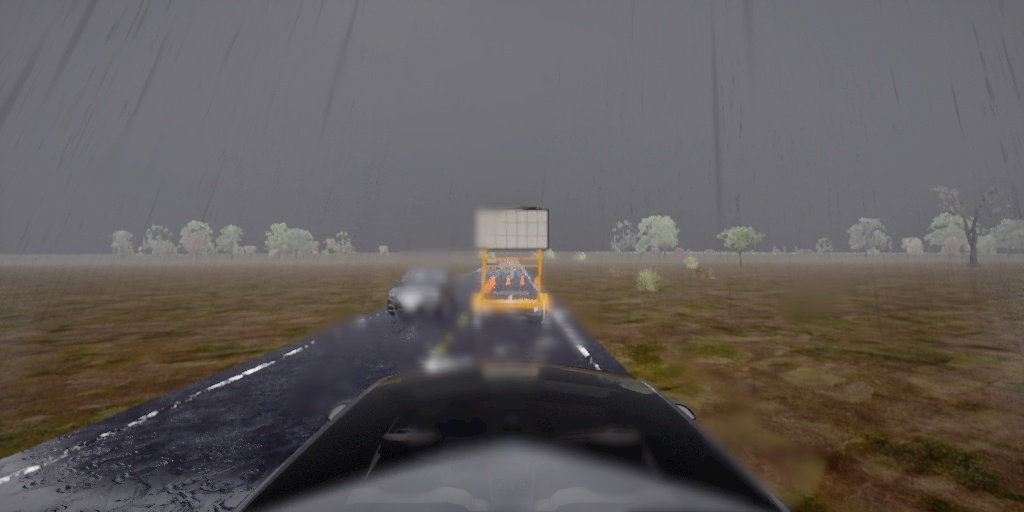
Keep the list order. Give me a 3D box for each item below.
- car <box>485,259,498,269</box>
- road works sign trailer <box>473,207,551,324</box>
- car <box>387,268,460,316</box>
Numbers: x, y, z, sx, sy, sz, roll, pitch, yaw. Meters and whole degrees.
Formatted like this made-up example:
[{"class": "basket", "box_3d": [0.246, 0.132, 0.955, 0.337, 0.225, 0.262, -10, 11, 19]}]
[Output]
[{"class": "car", "box_3d": [-3.076, 1.137, 54.601, 1.882, 1.535, 5.008, 0, 0, 0]}, {"class": "road works sign trailer", "box_3d": [-0.001, 0.197, 11.822, 2.380, 3.560, 2.880, 0, 0, 0]}, {"class": "car", "box_3d": [-3.099, 1.221, 13.361, 2.128, 1.511, 4.902, 0, 0, 0]}]
